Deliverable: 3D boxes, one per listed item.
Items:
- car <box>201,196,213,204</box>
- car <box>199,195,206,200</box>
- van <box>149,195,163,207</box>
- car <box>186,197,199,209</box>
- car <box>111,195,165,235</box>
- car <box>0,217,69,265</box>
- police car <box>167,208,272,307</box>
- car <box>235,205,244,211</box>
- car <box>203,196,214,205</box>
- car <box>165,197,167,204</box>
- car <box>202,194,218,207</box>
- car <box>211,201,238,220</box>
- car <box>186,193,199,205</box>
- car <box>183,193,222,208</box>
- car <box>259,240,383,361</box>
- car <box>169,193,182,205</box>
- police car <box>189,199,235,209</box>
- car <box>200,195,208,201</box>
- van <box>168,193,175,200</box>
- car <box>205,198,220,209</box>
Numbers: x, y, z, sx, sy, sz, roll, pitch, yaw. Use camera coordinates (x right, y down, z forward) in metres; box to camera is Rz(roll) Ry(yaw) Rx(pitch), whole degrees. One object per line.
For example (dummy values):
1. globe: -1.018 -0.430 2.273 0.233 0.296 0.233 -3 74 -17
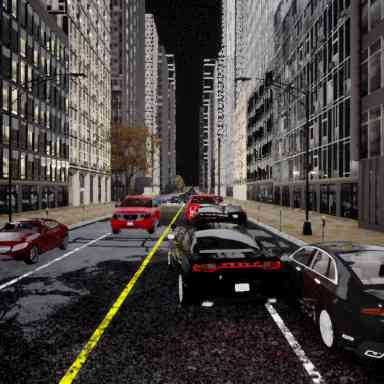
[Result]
1. car: 2.803 1.509 62.909 1.887 1.381 4.507 0 0 0
2. car: 2.857 1.489 91.402 1.947 1.339 4.313 0 0 0
3. van: -5.600 1.317 51.534 1.690 1.788 3.998 0 0 0
4. car: 0.108 1.506 45.778 1.812 1.442 4.674 0 0 1
5. car: -3.064 1.217 19.247 2.150 2.045 5.566 0 0 0
6. car: -5.673 1.580 11.647 1.802 1.307 4.206 0 0 0
7. police car: 0.472 1.424 8.227 1.930 1.638 5.238 0 0 -9
8. car: 2.729 1.560 23.022 1.947 1.339 4.313 0 0 0
9. car: 2.793 1.495 57.381 1.752 1.417 4.829 0 0 0
10. car: -5.577 1.515 62.927 2.008 1.369 4.403 0 0 0
11. car: 2.781 1.290 51.513 2.192 1.841 5.009 0 0 0
12. car: 2.740 1.537 28.720 1.887 1.381 4.507 0 0 0
13. car: 0.110 1.190 58.745 2.150 2.045 5.566 0 0 0
14. car: 0.606 1.216 24.207 2.150 2.045 5.566 0 0 -2
15. car: 2.697 1.550 5.928 2.008 1.369 4.403 0 0 0
16. car: -2.890 1.474 58.759 1.837 1.490 4.892 0 0 0
17. police car: 0.934 1.421 18.327 1.930 1.638 5.238 0 0 0
18. car: 2.836 1.467 80.175 1.752 1.417 4.829 0 0 0
19. van: -5.525 1.264 91.421 1.690 1.788 3.998 0 0 0
20. car: 2.772 1.525 45.814 1.887 1.381 4.507 0 0 0
